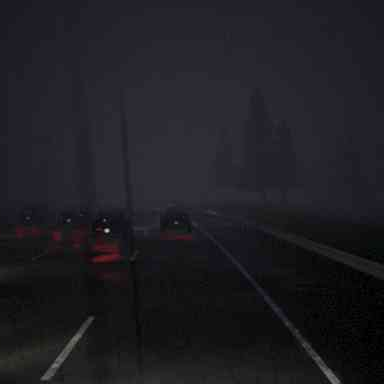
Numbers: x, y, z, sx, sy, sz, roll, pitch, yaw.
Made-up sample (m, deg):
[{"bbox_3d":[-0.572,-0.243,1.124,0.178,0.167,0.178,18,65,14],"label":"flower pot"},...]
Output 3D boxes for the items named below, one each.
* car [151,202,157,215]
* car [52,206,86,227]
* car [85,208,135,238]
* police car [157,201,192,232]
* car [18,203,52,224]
[{"bbox_3d":[-3.635,1.822,38.719,1.812,1.442,4.674,0,0,-11],"label":"car"},{"bbox_3d":[-8.512,1.733,24.509,1.812,1.442,4.674,0,0,-7],"label":"car"},{"bbox_3d":[-4.373,1.657,18.685,1.837,1.490,4.892,0,0,-5],"label":"car"},{"bbox_3d":[-1.145,1.588,21.652,1.930,1.638,5.238,0,0,-6],"label":"police car"},{"bbox_3d":[-12.343,1.728,26.826,2.128,1.511,4.902,0,0,-8],"label":"car"}]
